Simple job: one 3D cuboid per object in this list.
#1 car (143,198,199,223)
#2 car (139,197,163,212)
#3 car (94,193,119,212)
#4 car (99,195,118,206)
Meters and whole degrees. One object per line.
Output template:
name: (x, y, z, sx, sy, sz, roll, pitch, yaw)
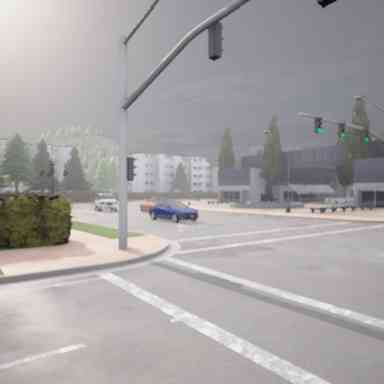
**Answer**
car: (-1.487, 1.457, 25.584, 1.882, 1.535, 5.008, 0, 0, -37)
car: (-3.875, 1.326, 35.163, 2.097, 1.767, 4.553, 0, 0, -33)
car: (-10.052, 1.197, 38.743, 2.150, 2.045, 5.566, 0, 1, -24)
car: (-14.145, 1.383, 56.492, 2.097, 1.767, 4.553, 0, 0, -1)
